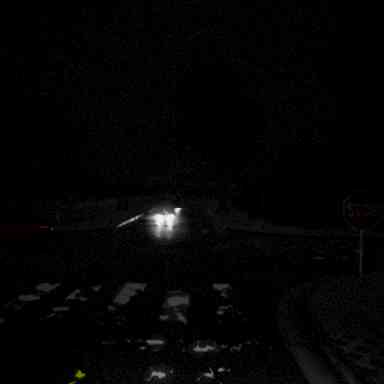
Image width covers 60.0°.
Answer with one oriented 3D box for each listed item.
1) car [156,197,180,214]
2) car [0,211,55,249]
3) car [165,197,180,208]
[{"bbox_3d":[-2.729,1.449,35.100,2.128,1.511,4.902,0,0,0],"label":"car"},{"bbox_3d":[-7.678,1.464,13.131,4.181,1.385,1.994,0,2,-12],"label":"car"},{"bbox_3d":[-2.728,1.448,46.453,1.812,1.442,4.674,0,0,0],"label":"car"}]
